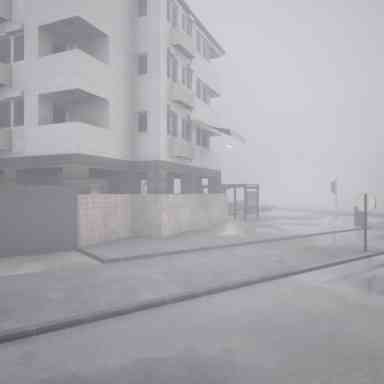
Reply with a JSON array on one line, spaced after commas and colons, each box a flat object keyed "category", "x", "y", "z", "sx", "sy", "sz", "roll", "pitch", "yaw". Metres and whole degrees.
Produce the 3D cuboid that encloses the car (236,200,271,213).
[{"category": "car", "x": 5.998, "y": 1.547, "z": 35.893, "sx": 2.033, "sy": 1.411, "sz": 5.357, "roll": 0, "pitch": 0, "yaw": -36}]
